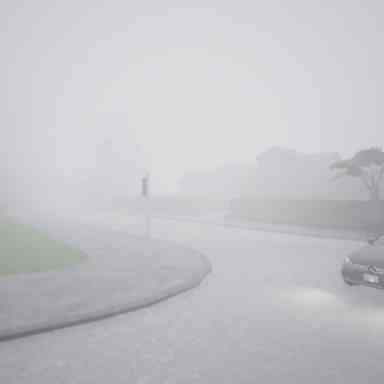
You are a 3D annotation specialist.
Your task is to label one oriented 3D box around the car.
[{"bbox_3d":[5.809,1.660,8.627,4.674,1.442,1.812,1,-1,-35],"label":"car"}]
